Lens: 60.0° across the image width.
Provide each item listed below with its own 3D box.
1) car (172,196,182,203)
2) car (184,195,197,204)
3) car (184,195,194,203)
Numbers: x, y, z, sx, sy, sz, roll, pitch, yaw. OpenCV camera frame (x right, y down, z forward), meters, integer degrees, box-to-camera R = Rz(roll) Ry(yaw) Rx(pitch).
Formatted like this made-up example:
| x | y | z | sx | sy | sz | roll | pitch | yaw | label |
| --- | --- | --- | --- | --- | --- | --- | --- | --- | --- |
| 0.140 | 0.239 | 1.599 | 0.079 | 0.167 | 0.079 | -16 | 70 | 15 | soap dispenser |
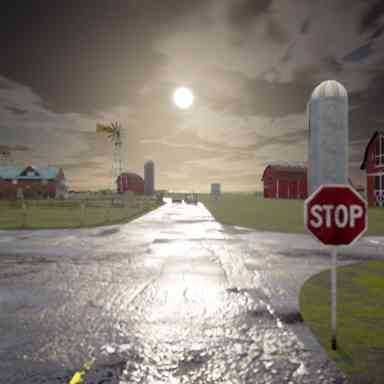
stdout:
| x | y | z | sx | sy | sz | roll | pitch | yaw | label |
| --- | --- | --- | --- | --- | --- | --- | --- | --- | --- |
| -2.952 | 1.525 | 65.419 | 1.994 | 1.385 | 4.181 | 0 | 0 | -2 | car |
| -0.017 | 1.461 | 61.320 | 2.128 | 1.511 | 4.902 | 0 | 0 | -2 | car |
| -0.675 | 1.433 | 71.429 | 1.837 | 1.490 | 4.892 | 0 | 0 | -6 | car |
